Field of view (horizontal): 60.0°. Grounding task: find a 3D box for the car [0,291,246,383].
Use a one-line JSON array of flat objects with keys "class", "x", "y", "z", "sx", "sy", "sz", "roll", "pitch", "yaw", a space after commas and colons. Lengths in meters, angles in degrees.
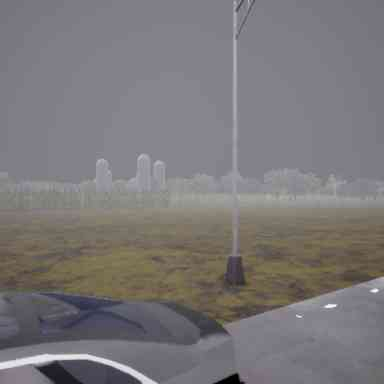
[{"class": "car", "x": -1.848, "y": 1.491, "z": 1.756, "sx": 4.902, "sy": 1.511, "sz": 2.128, "roll": 0, "pitch": 0, "yaw": -35}]
